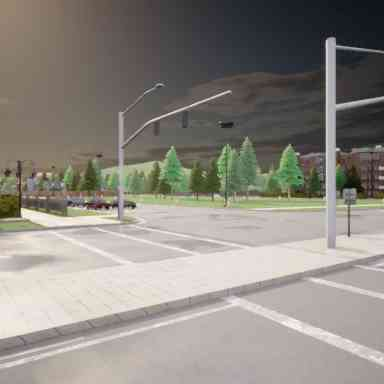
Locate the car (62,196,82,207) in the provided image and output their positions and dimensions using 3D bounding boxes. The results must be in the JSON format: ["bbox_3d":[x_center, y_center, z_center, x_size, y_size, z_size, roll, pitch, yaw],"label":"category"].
[{"bbox_3d":[-17.586,1.505,50.232,1.837,1.490,4.892,0,0,-36],"label":"car"}]

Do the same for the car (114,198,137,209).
[{"bbox_3d":[-9.390,1.547,44.899,2.033,1.411,5.357,0,0,-36],"label":"car"}]

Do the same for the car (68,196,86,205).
[{"bbox_3d":[-21.285,1.478,61.356,1.882,1.535,5.008,0,0,-36],"label":"car"}]

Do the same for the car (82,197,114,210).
[{"bbox_3d":[-12.176,1.601,42.789,1.895,1.301,4.718,0,0,-36],"label":"car"}]

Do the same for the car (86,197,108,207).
[{"bbox_3d":[-15.186,1.505,52.891,1.837,1.490,4.892,0,0,-36],"label":"car"}]

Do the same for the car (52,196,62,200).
[{"bbox_3d":[-23.423,1.505,58.317,1.837,1.490,4.892,0,0,-36],"label":"car"}]
